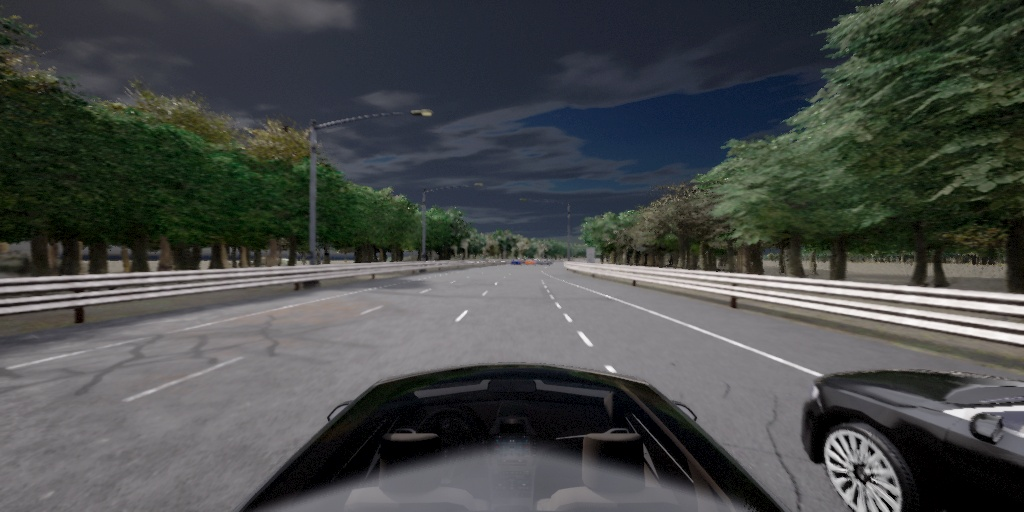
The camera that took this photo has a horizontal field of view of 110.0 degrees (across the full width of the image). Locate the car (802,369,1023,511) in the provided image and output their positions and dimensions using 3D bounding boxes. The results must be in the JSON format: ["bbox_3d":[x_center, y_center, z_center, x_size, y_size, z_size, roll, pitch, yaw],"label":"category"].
[{"bbox_3d":[3.544,1.262,1.248,2.128,1.511,4.902,0,0,0],"label":"car"}]
